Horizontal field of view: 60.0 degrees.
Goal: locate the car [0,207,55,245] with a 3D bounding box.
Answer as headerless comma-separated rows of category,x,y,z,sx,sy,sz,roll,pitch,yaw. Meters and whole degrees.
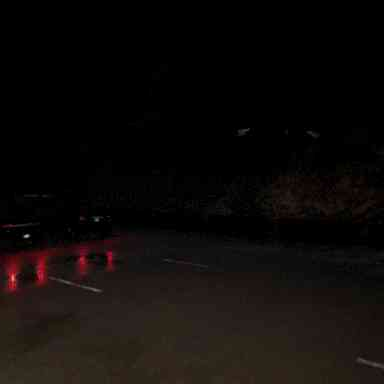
car,-8.265,1.450,14.064,4.902,1.511,2.128,1,0,35

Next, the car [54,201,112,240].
car,-6.208,1.321,16.896,4.553,1.767,2.097,1,0,35
